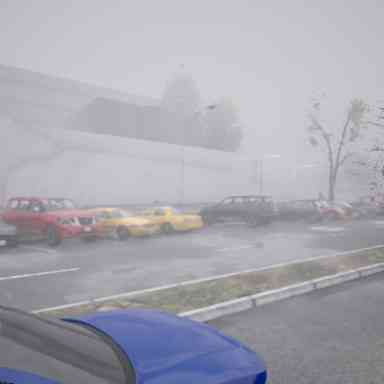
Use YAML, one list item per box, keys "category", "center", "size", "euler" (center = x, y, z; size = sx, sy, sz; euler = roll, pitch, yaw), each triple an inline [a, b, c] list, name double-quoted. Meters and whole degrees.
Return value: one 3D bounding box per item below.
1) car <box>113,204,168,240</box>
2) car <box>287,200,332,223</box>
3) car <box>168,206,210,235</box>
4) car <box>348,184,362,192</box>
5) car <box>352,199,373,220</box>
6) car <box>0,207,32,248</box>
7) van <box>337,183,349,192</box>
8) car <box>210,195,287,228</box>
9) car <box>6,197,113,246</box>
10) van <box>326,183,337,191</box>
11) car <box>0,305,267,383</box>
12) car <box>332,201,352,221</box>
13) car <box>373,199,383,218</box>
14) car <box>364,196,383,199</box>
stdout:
- category: "car"
  center: [-4.056, 1.490, 17.115]
  size: [5.366, 1.575, 1.946]
  euler: [-1, -1, 35]
- category: "car"
  center: [8.031, 1.420, 25.904]
  size: [4.553, 1.767, 2.185]
  euler: [-1, -1, 35]
- category: "car"
  center: [-1.923, 1.501, 19.061]
  size: [5.366, 1.575, 1.946]
  euler: [-1, -1, 35]
- category: "car"
  center: [40.581, -0.575, 81.596]
  size: [2.231, 1.521, 4.892]
  euler: [7, 3, 35]
- category: "car"
  center: [12.893, 1.586, 29.412]
  size: [4.892, 1.521, 2.231]
  euler: [-1, -1, 35]
- category: "car"
  center: [-9.074, 1.521, 13.722]
  size: [4.792, 1.488, 2.163]
  euler: [-1, -1, 35]
- category: "van"
  center: [38.824, -1.074, 83.961]
  size: [1.878, 1.987, 4.442]
  euler: [7, 3, 35]
- category: "car"
  center: [3.091, 1.268, 22.453]
  size: [5.566, 2.045, 2.435]
  euler: [-1, -1, 35]
- category: "car"
  center: [-6.631, 1.242, 15.469]
  size: [5.566, 2.045, 2.435]
  euler: [-1, -1, 35]
- category: "van"
  center: [37.097, -1.347, 86.433]
  size: [1.878, 1.987, 4.442]
  euler: [7, 3, 35]
- category: "car"
  center: [-1.652, 1.478, 1.954]
  size: [5.008, 1.535, 1.882]
  euler: [0, 0, -36]
- category: "car"
  center: [10.427, 1.439, 27.687]
  size: [4.553, 1.767, 2.185]
  euler: [-1, -1, 34]
- category: "car"
  center: [15.313, 1.635, 31.158]
  size: [4.792, 1.488, 2.163]
  euler: [-1, -1, 35]
- category: "car"
  center: [17.759, 1.377, 32.904]
  size: [5.566, 2.045, 2.435]
  euler: [-1, -1, 35]
